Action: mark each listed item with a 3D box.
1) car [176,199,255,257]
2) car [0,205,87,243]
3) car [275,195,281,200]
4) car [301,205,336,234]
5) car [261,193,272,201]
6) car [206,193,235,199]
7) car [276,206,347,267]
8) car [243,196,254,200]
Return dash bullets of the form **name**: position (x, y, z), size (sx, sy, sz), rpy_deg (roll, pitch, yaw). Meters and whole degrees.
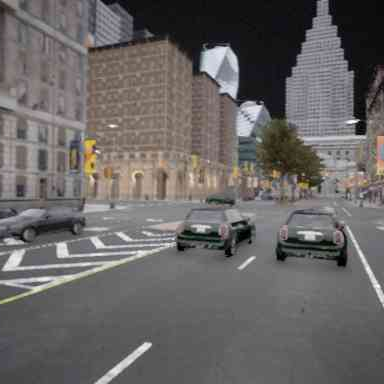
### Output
- **car**: position (1.126, 1.333, 13.363), size (2.097, 1.767, 4.553), rpy_deg (1, 0, 23)
- **car**: position (-6.886, 1.360, 15.426), size (1.812, 1.442, 4.674), rpy_deg (1, 0, 23)
- **car**: position (23.047, 1.628, 87.173), size (1.882, 1.535, 5.008), rpy_deg (1, 0, 23)
- **car**: position (8.054, 1.606, 20.869), size (1.812, 1.442, 4.674), rpy_deg (1, 0, 23)
- **car**: position (19.807, 1.315, 88.485), size (2.150, 2.045, 5.566), rpy_deg (1, 0, 23)
- **car**: position (4.435, 1.149, 51.856), size (2.150, 2.045, 5.566), rpy_deg (2, 0, -38)
- **car**: position (4.374, 1.394, 12.007), size (2.097, 1.767, 4.553), rpy_deg (1, 0, 22)
- **car**: position (14.069, 1.600, 83.164), size (1.895, 1.301, 4.718), rpy_deg (1, 0, 22)
